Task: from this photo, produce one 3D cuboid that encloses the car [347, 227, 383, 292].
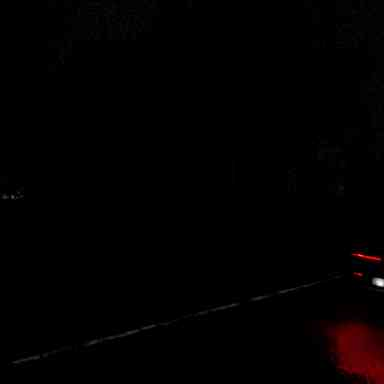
[{"bbox_3d":[5.528,1.503,7.695,4.892,1.490,1.837,1,-1,-36],"label":"car"}]
